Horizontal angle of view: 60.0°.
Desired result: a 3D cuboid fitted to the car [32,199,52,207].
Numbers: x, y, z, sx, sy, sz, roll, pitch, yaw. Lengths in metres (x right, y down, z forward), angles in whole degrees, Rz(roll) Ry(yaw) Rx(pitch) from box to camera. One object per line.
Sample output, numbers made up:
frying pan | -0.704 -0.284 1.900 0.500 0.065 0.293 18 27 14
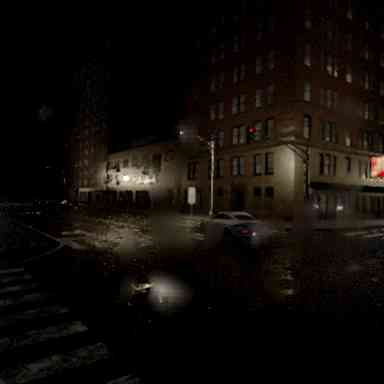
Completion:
car | -25.846 1.855 56.649 1.895 1.301 4.718 2 -1 -36

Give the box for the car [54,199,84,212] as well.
car | -15.610 1.740 42.551 2.128 1.511 4.902 2 -1 -36

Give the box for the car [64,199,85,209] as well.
car | -18.490 1.868 52.052 1.812 1.442 4.674 2 -1 -36

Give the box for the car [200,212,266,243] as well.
car | 2.050 1.748 17.384 1.812 1.442 4.674 3 -1 -22

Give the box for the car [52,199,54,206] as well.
car | -24.575 1.905 60.269 1.994 1.385 4.181 2 -1 -36
